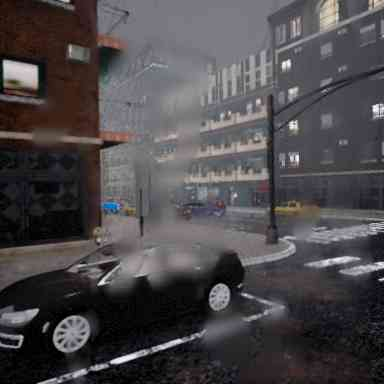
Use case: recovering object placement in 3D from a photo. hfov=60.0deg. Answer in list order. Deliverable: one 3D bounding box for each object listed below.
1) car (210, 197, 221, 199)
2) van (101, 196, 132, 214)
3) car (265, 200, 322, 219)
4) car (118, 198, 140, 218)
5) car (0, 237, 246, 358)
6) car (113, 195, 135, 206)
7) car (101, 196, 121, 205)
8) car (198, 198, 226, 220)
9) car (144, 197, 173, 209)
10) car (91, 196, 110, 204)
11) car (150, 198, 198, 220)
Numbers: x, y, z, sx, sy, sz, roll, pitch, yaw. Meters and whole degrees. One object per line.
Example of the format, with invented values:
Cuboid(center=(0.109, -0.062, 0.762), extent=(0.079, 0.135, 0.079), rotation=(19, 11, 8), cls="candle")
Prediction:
Cuboid(center=(1.835, 1.306, 36.246), extent=(1.967, 1.590, 4.097), rotation=(-2, 1, -36), cls="car")
Cuboid(center=(-8.201, 1.398, 35.865), extent=(1.690, 1.788, 3.998), rotation=(-2, 1, -36), cls="van")
Cuboid(center=(8.183, 1.363, 27.388), extent=(1.752, 1.417, 4.829), rotation=(-2, 1, -36), cls="car")
Cuboid(center=(-4.876, 1.567, 31.230), extent=(1.752, 1.417, 4.829), rotation=(-2, 1, -36), cls="car")
Cuboid(center=(-0.990, 1.535, 5.869), extent=(4.403, 1.369, 2.008), rotation=(0, -1, -36), cls="car")
Cuboid(center=(-11.058, 1.367, 54.242), extent=(1.967, 1.590, 4.097), rotation=(-2, 1, -36), cls="car")
Cuboid(center=(-14.278, 1.509, 58.742), extent=(1.947, 1.339, 4.313), rotation=(-2, 1, -36), cls="car")
Cuboid(center=(0.711, 1.507, 28.054), extent=(1.812, 1.442, 4.674), rotation=(-1, 1, -36), cls="car")
Cuboid(center=(-4.609, 1.447, 45.245), extent=(2.008, 1.369, 4.403), rotation=(-2, 1, -36), cls="car")
Cuboid(center=(-17.501, 1.511, 63.241), extent=(2.008, 1.369, 4.403), rotation=(-2, 1, -36), cls="car")
Cuboid(center=(-1.754, 1.468, 26.869), extent=(1.967, 1.590, 4.097), rotation=(-2, 1, -36), cls="car")
